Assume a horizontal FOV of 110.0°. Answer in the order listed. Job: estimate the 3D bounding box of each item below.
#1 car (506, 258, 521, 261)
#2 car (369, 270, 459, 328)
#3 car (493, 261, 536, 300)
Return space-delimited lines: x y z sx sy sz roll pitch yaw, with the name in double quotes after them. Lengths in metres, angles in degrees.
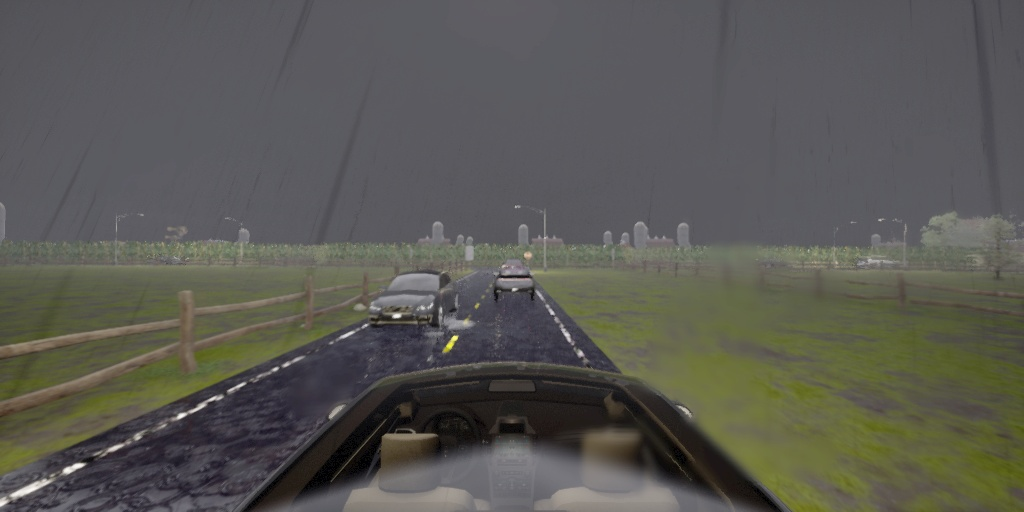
0.112 0.989 33.921 2.097 1.767 4.553 0 0 0 "car"
-2.845 1.223 11.289 1.837 1.490 4.892 0 0 0 "car"
0.106 1.189 17.346 2.128 1.511 4.902 0 0 0 "car"
